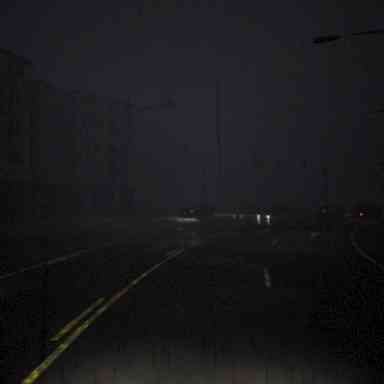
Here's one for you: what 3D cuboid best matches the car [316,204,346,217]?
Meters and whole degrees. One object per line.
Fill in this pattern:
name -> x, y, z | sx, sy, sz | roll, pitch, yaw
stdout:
car -> 14.659, 1.906, 35.069 | 1.994, 1.385, 4.181 | 0, -1, 41

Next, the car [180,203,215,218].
car -> 0.674, 1.861, 34.650 | 1.812, 1.442, 4.674 | 0, -1, 38

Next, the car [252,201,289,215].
car -> 9.833, 1.994, 40.226 | 2.033, 1.411, 5.357 | 0, -1, 40

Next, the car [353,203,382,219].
car -> 17.340, 1.827, 32.810 | 1.837, 1.490, 4.892 | 0, 0, 41

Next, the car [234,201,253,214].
car -> 7.160, 1.934, 42.486 | 2.128, 1.511, 4.902 | 0, -1, 40
